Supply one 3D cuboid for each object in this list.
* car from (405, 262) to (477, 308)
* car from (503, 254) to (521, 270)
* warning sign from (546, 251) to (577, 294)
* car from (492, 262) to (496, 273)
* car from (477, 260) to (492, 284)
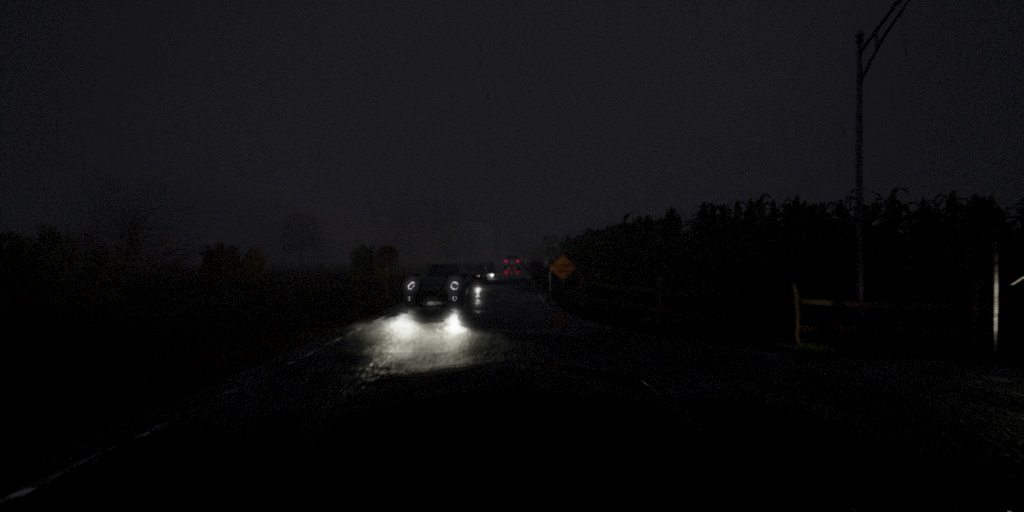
[{"bbox_3d":[-2.853,1.065,14.839,2.097,1.767,4.553,0,0,0],"label":"car"},{"bbox_3d":[-0.009,0.807,48.760,2.150,2.045,5.566,0,0,0],"label":"car"},{"bbox_3d":[2.446,0.821,17.115,1.300,1.860,1.060,0,0,0],"label":"warning sign"},{"bbox_3d":[-2.845,1.185,40.792,1.994,1.385,4.181,0,0,0],"label":"car"},{"bbox_3d":[-2.854,1.225,26.424,2.033,1.411,5.357,0,0,0],"label":"car"}]
